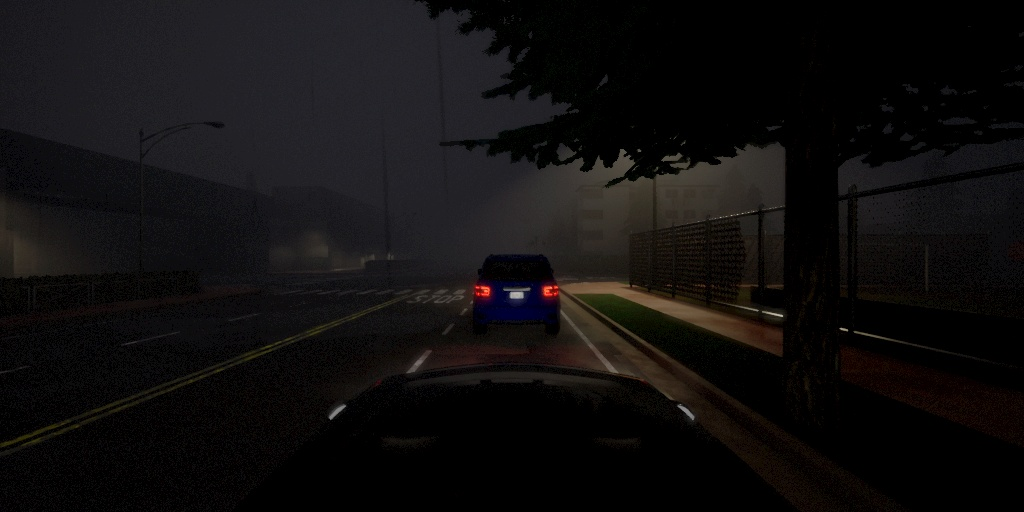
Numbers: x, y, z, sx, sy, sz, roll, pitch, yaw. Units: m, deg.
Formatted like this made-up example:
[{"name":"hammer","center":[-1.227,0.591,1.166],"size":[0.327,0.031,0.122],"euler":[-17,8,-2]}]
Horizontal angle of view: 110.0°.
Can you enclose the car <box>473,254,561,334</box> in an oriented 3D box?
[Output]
[{"name":"car","center":[0.117,0.972,10.707],"size":[2.150,2.045,5.566],"euler":[0,0,0]}]

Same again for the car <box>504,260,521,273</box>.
[{"name":"car","center":[0.032,1.241,45.583],"size":[2.128,1.511,4.902],"euler":[0,0,0]}]
